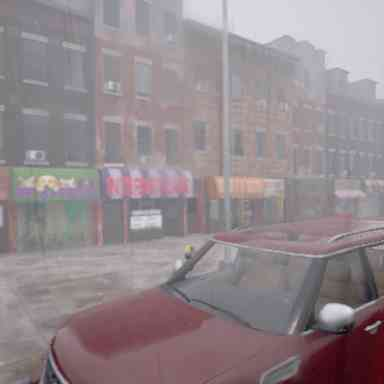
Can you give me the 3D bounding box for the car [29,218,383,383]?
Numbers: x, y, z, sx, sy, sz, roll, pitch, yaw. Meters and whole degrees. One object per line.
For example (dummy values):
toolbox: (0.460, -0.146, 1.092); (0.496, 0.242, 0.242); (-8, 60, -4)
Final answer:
car: (1.054, 1.298, 3.588); (5.009, 1.841, 2.192); (-1, 0, -36)
